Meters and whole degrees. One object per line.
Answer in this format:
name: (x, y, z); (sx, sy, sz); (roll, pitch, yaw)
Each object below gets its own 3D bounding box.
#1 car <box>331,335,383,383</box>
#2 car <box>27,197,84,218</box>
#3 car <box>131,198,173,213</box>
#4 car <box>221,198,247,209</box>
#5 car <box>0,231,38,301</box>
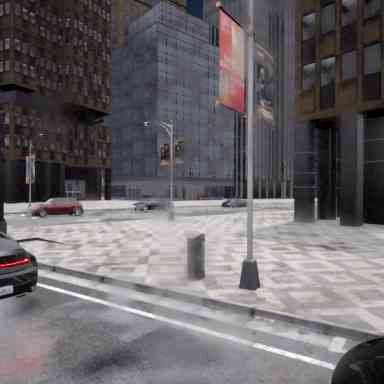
car: (3.223, 1.478, 1.356); (5.008, 1.535, 1.882); (0, 0, 36)
car: (-12.123, 1.294, 29.662); (4.553, 1.767, 2.097); (0, 0, -41)
car: (-4.313, 1.439, 36.521); (4.902, 1.511, 2.128); (0, 0, -41)
car: (5.880, 1.524, 45.444); (4.181, 1.385, 1.994); (0, 0, -41)
car: (-5.331, 1.504, 7.253); (4.892, 1.490, 1.837); (0, 0, 34)
